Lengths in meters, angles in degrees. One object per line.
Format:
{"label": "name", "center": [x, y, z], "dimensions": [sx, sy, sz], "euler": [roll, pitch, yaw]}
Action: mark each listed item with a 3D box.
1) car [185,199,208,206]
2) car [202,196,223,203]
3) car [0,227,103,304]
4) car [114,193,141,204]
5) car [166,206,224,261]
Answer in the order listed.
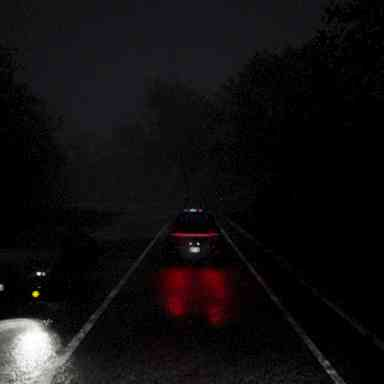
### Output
{"label": "car", "center": [0.100, 1.585, 29.744], "dimensions": [2.033, 1.411, 5.357], "euler": [0, 0, 0]}
{"label": "car", "center": [4.048, 1.612, 70.538], "dimensions": [4.902, 1.511, 2.128], "euler": [0, 0, 18]}
{"label": "car", "center": [-3.599, 1.574, 8.129], "dimensions": [1.994, 1.385, 4.181], "euler": [0, 0, 0]}
{"label": "car", "center": [-12.850, 1.304, 66.808], "dimensions": [5.566, 2.045, 2.150], "euler": [0, 0, -44]}
{"label": "car", "center": [0.093, 1.507, 12.337], "dimensions": [2.128, 1.511, 4.902], "euler": [0, 0, 0]}
